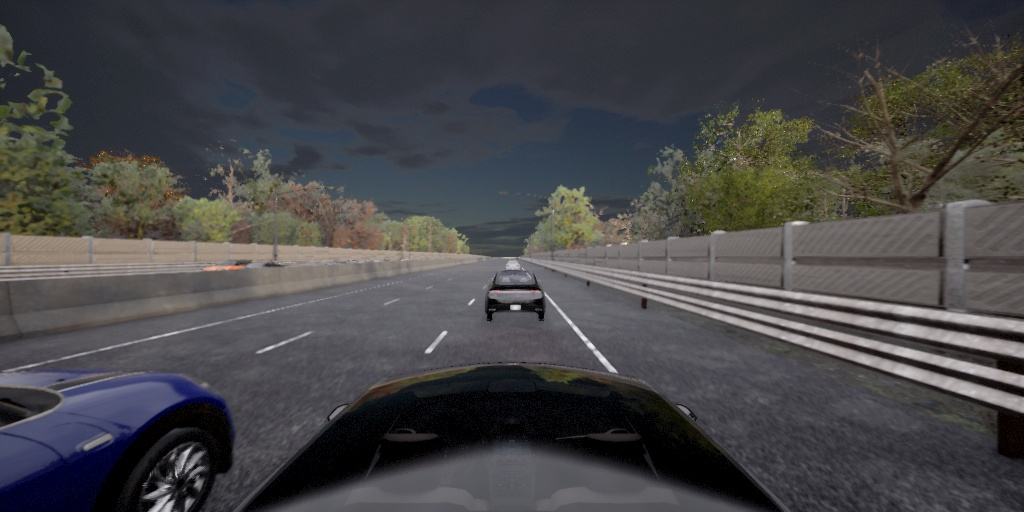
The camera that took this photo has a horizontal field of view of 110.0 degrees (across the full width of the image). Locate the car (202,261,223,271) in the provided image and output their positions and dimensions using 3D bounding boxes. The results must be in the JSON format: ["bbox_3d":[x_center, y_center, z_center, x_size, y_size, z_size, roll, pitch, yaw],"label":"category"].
[{"bbox_3d":[-24.570,1.107,31.439,2.097,1.767,4.553,0,0,0],"label":"car"}]

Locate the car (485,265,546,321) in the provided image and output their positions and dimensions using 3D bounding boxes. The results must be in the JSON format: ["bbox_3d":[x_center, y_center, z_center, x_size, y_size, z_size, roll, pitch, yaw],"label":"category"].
[{"bbox_3d":[0.099,1.244,12.569,2.128,1.511,4.902,0,0,0],"label":"car"}]

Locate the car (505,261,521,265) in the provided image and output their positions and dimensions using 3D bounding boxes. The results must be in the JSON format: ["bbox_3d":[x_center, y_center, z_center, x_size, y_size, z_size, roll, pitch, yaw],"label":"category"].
[{"bbox_3d":[0.094,1.286,44.374,1.812,1.442,4.674,0,0,0],"label":"car"}]

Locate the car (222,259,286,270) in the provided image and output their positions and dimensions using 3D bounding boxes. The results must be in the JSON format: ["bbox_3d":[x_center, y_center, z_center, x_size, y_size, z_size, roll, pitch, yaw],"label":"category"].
[{"bbox_3d":[-21.078,1.233,29.975,1.882,1.535,5.008,0,0,0],"label":"car"}]

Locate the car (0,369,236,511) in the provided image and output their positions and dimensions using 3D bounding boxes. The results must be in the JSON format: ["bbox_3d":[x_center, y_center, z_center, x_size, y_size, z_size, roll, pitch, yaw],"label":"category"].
[{"bbox_3d":[-3.405,1.103,1.146,2.097,1.767,4.553,0,0,0],"label":"car"}]

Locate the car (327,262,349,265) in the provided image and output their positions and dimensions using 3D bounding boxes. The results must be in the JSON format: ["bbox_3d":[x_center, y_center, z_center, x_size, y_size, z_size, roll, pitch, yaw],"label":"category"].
[{"bbox_3d":[-17.532,1.305,36.073,2.033,1.411,5.357,0,0,1],"label":"car"}]
